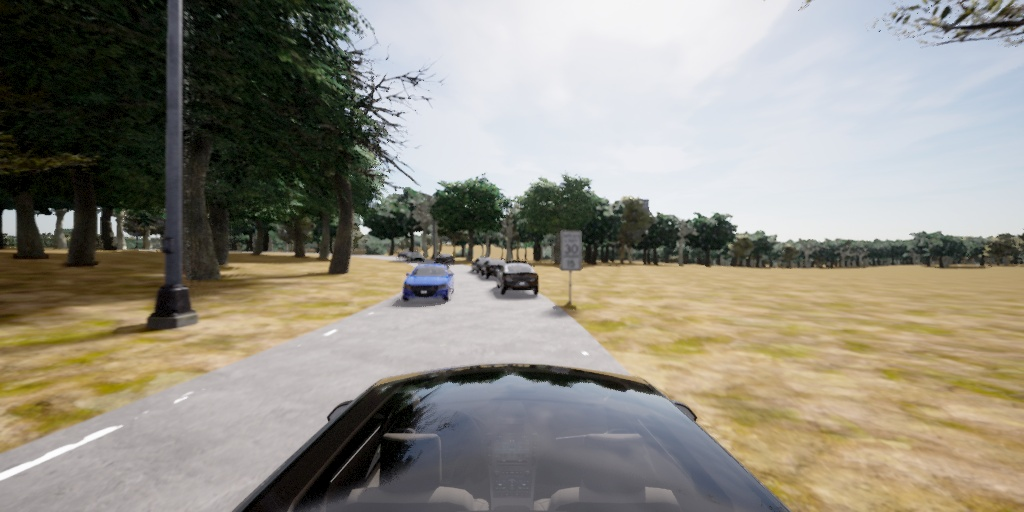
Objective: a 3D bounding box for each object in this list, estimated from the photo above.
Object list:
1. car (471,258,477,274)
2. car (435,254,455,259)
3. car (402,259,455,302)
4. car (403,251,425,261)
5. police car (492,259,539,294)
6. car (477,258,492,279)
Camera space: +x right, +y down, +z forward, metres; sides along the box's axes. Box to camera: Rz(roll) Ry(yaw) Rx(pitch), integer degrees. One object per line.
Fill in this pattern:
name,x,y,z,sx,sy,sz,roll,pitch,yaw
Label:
car,-2.833,0.892,35.336,1.837,1.490,4.892,0,1,-15
car,-9.781,0.388,51.864,1.882,1.535,5.008,0,2,-27
car,-3.640,1.102,16.289,1.882,1.535,5.008,1,0,-6
car,-14.875,0.113,55.271,2.097,1.767,4.553,0,2,-27
police car,0.194,1.059,19.396,1.930,1.638,5.238,0,1,-6
car,-1.415,0.980,29.372,1.882,1.535,5.008,0,1,-12
